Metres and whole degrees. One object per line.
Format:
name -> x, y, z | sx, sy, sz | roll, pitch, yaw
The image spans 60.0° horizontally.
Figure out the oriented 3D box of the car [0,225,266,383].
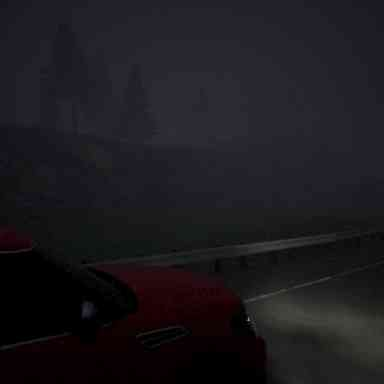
car -> -1.935, 1.224, 2.408 | 5.566, 2.045, 2.150 | 0, 0, -36
